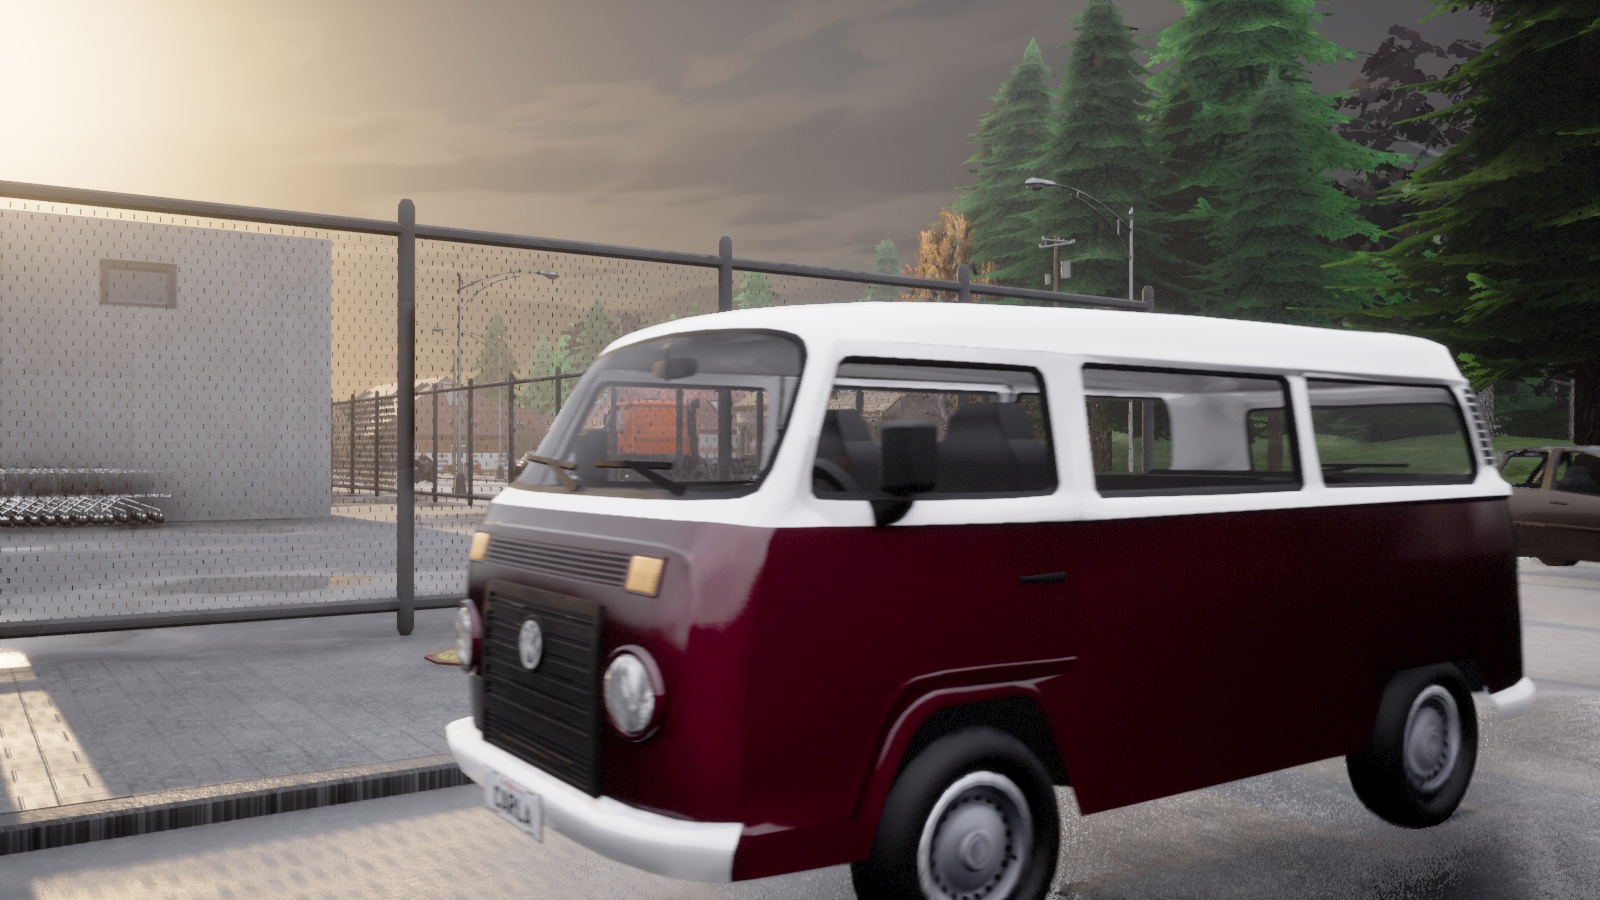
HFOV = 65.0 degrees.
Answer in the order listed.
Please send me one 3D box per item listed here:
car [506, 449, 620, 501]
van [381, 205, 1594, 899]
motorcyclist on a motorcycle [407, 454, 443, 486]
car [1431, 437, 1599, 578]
[{"bbox_3d":[-8.088,0.796,42.509,2.033,1.649,4.856,0,0,-34],"label":"car"},{"bbox_3d":[0.937,0.478,4.909,4.480,2.038,2.069,0,0,-35],"label":"van"},{"bbox_3d":[-18.288,0.969,61.312,0.866,1.530,2.191,-2,0,7],"label":"motorcyclist on a motorcycle"},{"bbox_3d":[9.887,0.659,15.102,1.851,1.617,3.988,0,0,-18],"label":"car"}]
